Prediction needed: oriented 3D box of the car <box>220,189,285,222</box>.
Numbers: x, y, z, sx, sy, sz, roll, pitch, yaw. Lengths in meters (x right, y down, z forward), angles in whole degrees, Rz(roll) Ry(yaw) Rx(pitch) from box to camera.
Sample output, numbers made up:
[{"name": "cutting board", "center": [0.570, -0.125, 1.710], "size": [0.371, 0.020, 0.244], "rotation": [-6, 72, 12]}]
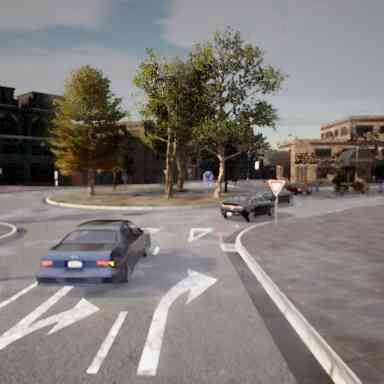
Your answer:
[{"name": "car", "center": [3.732, 0.930, 21.293], "size": [2.128, 1.511, 4.902], "rotation": [4, 6, 40]}]

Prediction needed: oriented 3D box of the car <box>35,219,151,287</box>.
[{"name": "car", "center": [-2.404, 1.494, 9.444], "size": [2.033, 1.411, 5.357], "rotation": [0, 1, 1]}]

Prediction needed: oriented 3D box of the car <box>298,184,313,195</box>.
[{"name": "car", "center": [12.523, -0.369, 39.609], "size": [1.895, 1.301, 4.718], "rotation": [0, 4, -4]}]

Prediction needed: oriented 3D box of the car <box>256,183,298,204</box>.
[{"name": "car", "center": [7.020, 0.199, 28.958], "size": [2.097, 1.767, 4.553], "rotation": [4, 6, 41]}]
